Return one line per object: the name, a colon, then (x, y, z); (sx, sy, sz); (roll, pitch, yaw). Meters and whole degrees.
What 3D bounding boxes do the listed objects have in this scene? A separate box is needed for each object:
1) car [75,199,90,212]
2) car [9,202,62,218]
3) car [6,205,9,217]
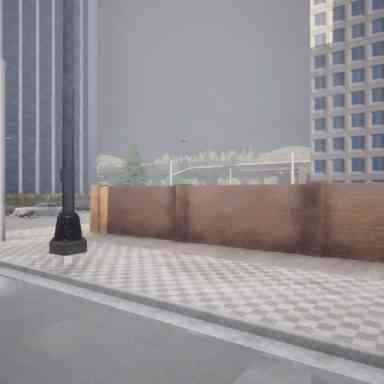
car: (-12.396, 1.547, 37.480); (2.033, 1.411, 5.357); (0, 0, 35)
car: (-13.404, 1.601, 29.944); (1.895, 1.301, 4.718); (0, 0, 35)
car: (-18.207, 1.547, 29.251); (2.033, 1.411, 5.357); (0, 0, 32)
